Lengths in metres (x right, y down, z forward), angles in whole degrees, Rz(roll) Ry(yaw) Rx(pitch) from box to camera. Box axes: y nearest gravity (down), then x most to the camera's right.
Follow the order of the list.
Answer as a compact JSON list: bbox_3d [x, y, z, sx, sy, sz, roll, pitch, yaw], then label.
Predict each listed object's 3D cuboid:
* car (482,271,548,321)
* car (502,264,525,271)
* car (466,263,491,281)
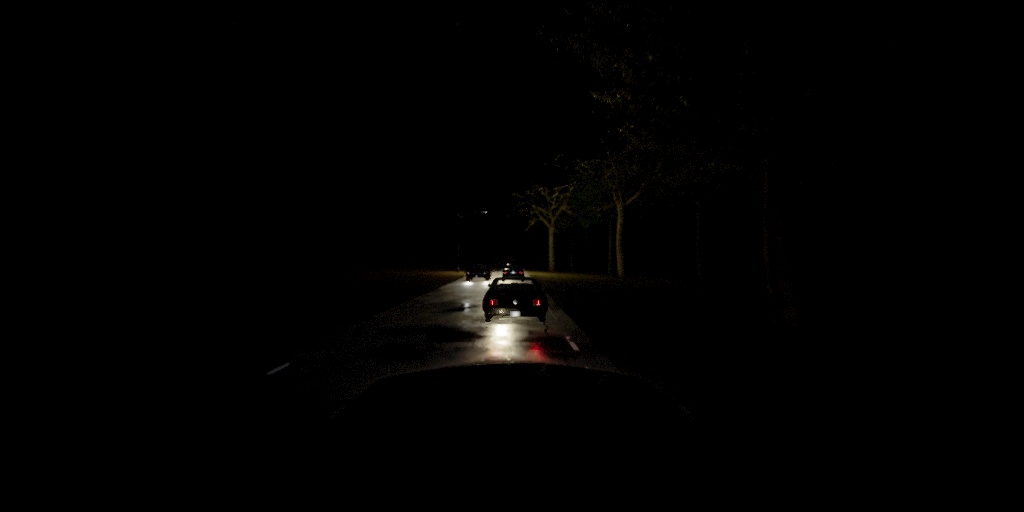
[{"bbox_3d":[0.097,1.351,12.387,1.895,1.301,4.718,0,0,0],"label":"car"},{"bbox_3d":[0.094,1.363,30.458,2.033,1.411,5.357,0,0,0],"label":"car"},{"bbox_3d":[-2.784,1.342,30.692,1.812,1.442,4.674,0,0,0],"label":"car"}]
